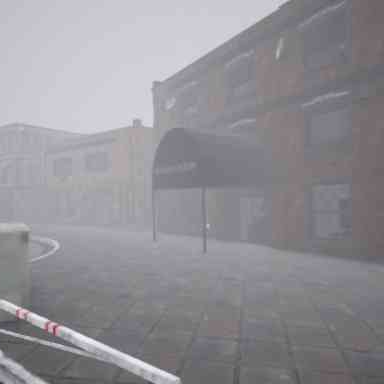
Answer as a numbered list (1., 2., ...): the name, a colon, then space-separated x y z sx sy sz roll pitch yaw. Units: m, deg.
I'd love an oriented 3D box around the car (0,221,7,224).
1. car: -11.324 1.769 16.498 2.231 1.521 4.892 -1 -1 15
